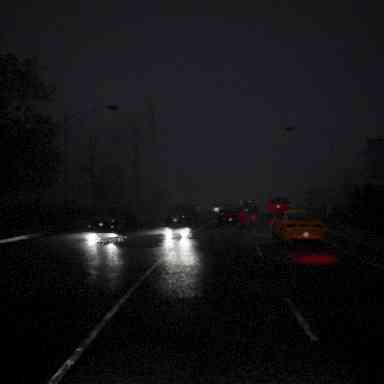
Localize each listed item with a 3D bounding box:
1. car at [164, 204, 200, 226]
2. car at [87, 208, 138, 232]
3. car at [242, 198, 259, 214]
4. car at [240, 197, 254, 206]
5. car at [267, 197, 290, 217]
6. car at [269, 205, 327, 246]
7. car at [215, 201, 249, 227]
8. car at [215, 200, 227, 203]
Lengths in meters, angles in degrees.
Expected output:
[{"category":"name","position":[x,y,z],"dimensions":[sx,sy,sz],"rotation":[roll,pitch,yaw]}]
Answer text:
[{"category":"car","position":[-0.653,1.682,25.047],"dimensions":[2.128,1.511,4.902],"rotation":[0,0,12]},{"category":"car","position":[-4.937,1.710,21.237],"dimensions":[1.994,1.385,4.181],"rotation":[0,0,10]},{"category":"car","position":[7.230,1.834,41.253],"dimensions":[2.128,1.511,4.902],"rotation":[0,-1,16]},{"category":"car","position":[10.909,1.895,65.842],"dimensions":[2.097,1.767,4.553],"rotation":[0,-1,17]},{"category":"car","position":[9.023,1.524,34.704],"dimensions":[2.150,2.045,5.566],"rotation":[0,0,15]},{"category":"car","position":[5.058,1.621,16.120],"dimensions":[1.882,1.535,5.008],"rotation":[0,0,8]},{"category":"car","position":[3.010,1.677,24.419],"dimensions":[1.882,1.535,5.008],"rotation":[0,0,11]},{"category":"car","position":[5.513,2.077,60.374],"dimensions":[1.895,1.301,4.718],"rotation":[0,0,18]}]
